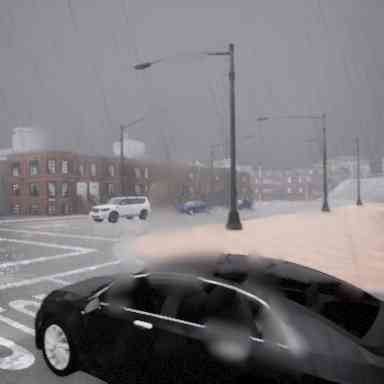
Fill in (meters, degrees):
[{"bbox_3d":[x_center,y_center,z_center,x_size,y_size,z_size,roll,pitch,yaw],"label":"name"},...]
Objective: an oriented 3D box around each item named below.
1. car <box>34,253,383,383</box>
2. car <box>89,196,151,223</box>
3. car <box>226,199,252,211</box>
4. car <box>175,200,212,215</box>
[{"bbox_3d":[0.055,1.511,3.955,4.892,1.490,1.837,0,0,36],"label":"car"},{"bbox_3d":[-5.860,1.403,27.900,2.150,2.045,5.566,-1,-1,37],"label":"car"},{"bbox_3d":[6.360,1.699,44.155,1.812,1.442,4.674,-1,-1,37],"label":"car"},{"bbox_3d":[0.175,1.655,35.934,1.882,1.535,5.008,-1,-1,37],"label":"car"}]
